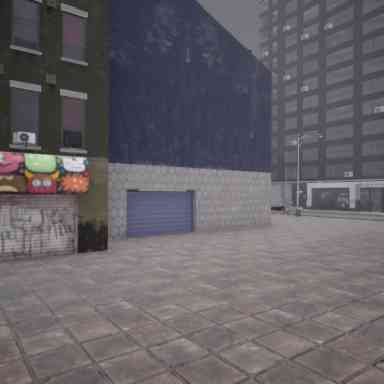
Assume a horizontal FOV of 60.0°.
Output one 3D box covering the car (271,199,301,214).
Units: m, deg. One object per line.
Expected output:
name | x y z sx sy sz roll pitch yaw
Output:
car | 9.216 1.528 35.145 2.128 1.511 4.902 1 0 -36
